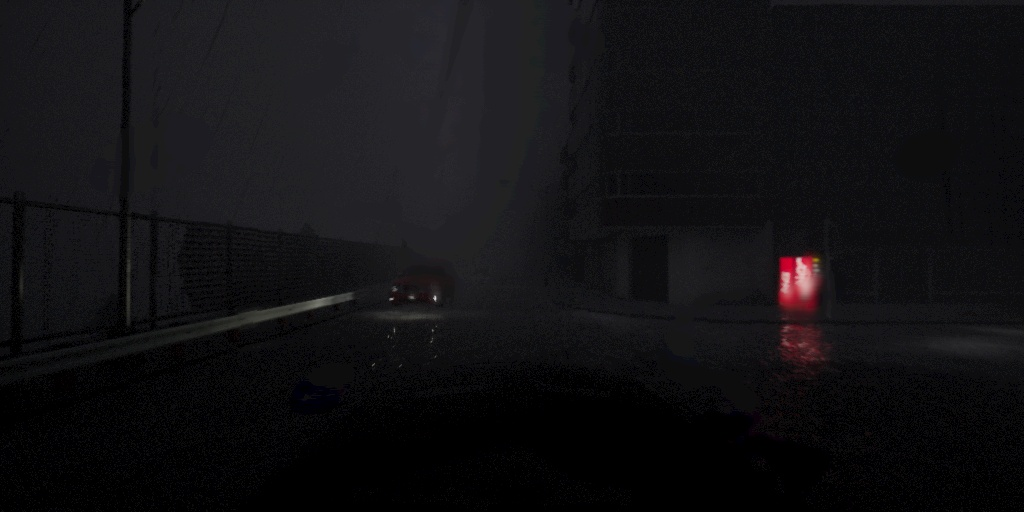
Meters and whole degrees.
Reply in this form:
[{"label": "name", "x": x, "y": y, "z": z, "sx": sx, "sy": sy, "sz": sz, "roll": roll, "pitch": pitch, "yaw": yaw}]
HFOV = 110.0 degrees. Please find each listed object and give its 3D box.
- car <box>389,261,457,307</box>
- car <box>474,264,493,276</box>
[{"label": "car", "x": -3.993, "y": 1.306, "z": 17.109, "sx": 2.150, "sy": 2.045, "sz": 5.566, "roll": 0, "pitch": 0, "yaw": 0}, {"label": "car", "x": -3.991, "y": 1.980, "z": 47.729, "sx": 1.895, "sy": 1.301, "sz": 4.718, "roll": 0, "pitch": -1, "yaw": 0}]
